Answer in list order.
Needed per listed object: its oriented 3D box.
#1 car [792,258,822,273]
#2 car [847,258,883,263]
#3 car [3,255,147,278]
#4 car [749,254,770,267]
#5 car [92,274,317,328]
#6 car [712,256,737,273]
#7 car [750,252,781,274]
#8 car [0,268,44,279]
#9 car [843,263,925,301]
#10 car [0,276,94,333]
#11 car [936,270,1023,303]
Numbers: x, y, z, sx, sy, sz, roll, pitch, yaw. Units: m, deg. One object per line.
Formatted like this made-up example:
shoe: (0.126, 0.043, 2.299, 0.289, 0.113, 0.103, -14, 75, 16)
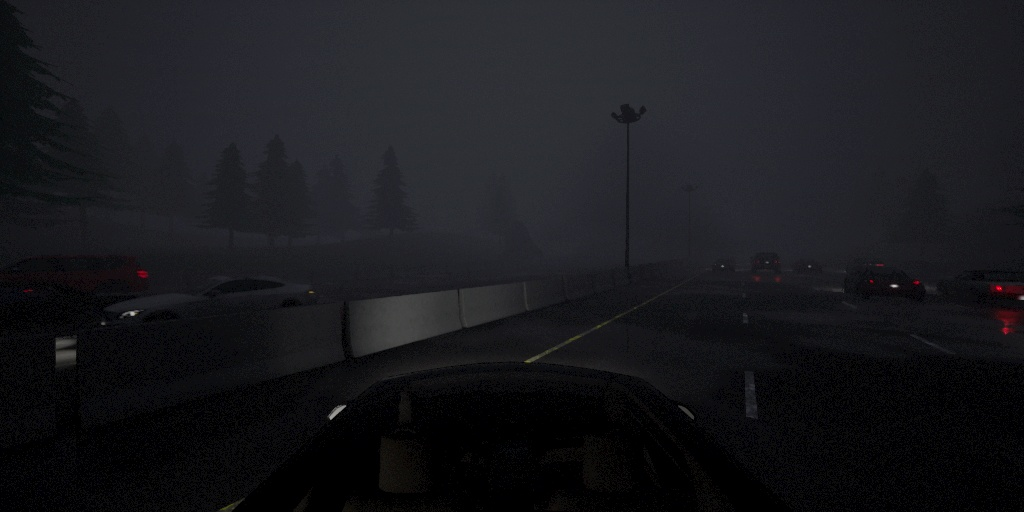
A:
car: (29.255, 0.908, 35.619, 1.994, 1.385, 4.181, 0, 1, 33)
car: (30.310, 0.901, 30.771, 2.128, 1.511, 4.902, 0, 1, 33)
car: (-18.058, 0.957, 13.964, 2.150, 2.045, 5.566, 0, 0, 33)
car: (32.503, 0.583, 47.187, 2.128, 1.511, 4.902, 0, 1, 32)
car: (-8.048, 1.269, 10.128, 1.812, 1.442, 4.674, 0, 0, 33)
car: (21.884, 0.955, 37.088, 1.994, 1.385, 4.181, 0, 1, 33)
car: (24.460, 0.627, 34.615, 2.150, 2.045, 5.566, 0, 1, 32)
car: (-16.713, 1.240, 9.570, 1.837, 1.490, 4.892, 0, 0, 33)
car: (17.241, 1.226, 16.826, 1.994, 1.385, 4.181, 0, 0, 33)
car: (-12.907, 1.340, 9.026, 1.895, 1.301, 4.718, 0, 0, 33)
car: (20.450, 1.261, 15.348, 1.895, 1.301, 4.718, 0, 1, 33)
